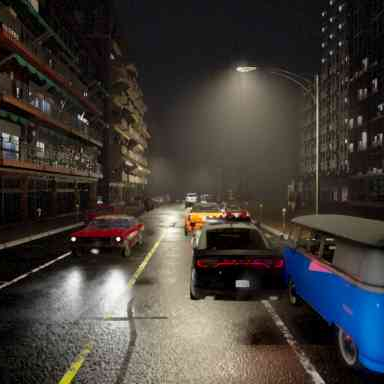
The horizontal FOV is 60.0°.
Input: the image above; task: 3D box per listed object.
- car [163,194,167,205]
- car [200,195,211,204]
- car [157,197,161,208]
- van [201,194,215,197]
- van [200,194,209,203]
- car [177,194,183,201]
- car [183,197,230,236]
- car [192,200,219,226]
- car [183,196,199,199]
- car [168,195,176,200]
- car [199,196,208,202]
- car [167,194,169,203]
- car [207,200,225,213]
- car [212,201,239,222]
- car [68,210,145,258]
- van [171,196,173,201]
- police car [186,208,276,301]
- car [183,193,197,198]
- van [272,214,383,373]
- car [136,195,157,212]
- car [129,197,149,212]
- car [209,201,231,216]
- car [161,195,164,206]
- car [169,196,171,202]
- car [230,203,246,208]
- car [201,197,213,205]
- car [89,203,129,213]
[{"bbox_3d":[-5.701,1.473,55.131,1.967,1.590,4.097,0,0,0],"label":"car"},{"bbox_3d":[2.678,1.488,66.185,1.967,1.590,4.097,0,0,0],"label":"car"},{"bbox_3d":[-5.699,1.571,44.079,2.008,1.369,4.403,0,0,0],"label":"car"},{"bbox_3d":[2.679,1.367,49.606,1.690,1.788,3.998,0,0,0],"label":"van"},{"bbox_3d":[2.677,1.398,71.713,1.690,1.788,3.998,0,0,0],"label":"van"},{"bbox_3d":[-3.006,1.440,89.498,2.097,1.767,4.553,0,0,0],"label":"car"},{"bbox_3d":[0.759,1.355,18.403,2.097,1.767,4.553,0,0,3],"label":"car"},{"bbox_3d":[0.884,1.463,24.583,1.801,1.575,5.366,0,0,0],"label":"car"},{"bbox_3d":[0.016,1.622,45.048,1.895,1.301,4.718,0,0,1],"label":"car"},{"bbox_3d":[-5.703,1.662,93.817,1.947,1.339,4.313,0,0,0],"label":"car"},{"bbox_3d":[2.678,1.591,77.408,1.752,1.417,4.829,0,0,0],"label":"car"},{"bbox_3d":[-5.700,1.605,60.658,1.947,1.339,4.313,0,0,0],"label":"car"},{"bbox_3d":[2.681,1.598,38.552,1.802,1.307,4.206,0,0,0],"label":"car"},{"bbox_3d":[2.682,1.534,27.669,1.752,1.417,4.829,0,0,0],"label":"car"},{"bbox_3d":[-3.103,1.602,12.879,1.895,1.301,4.718,0,0,0],"label":"car"},{"bbox_3d":[-5.703,1.398,71.712,1.690,1.788,3.998,0,0,0],"label":"van"},{"bbox_3d":[0.899,1.425,8.500,1.930,1.638,5.238,0,0,0],"label":"police car"},{"bbox_3d":[-0.004,1.258,57.888,2.150,2.045,5.566,0,0,0],"label":"car"},{"bbox_3d":[2.683,1.341,5.392,1.690,1.788,3.998,0,0,0],"label":"van"},{"bbox_3d":[-5.701,1.331,38.552,2.192,1.841,5.009,0,0,0],"label":"car"},{"bbox_3d":[-5.699,1.537,32.856,1.752,1.417,4.829,0,0,0],"label":"car"},{"bbox_3d":[2.682,1.594,33.026,1.802,1.307,4.206,0,0,0],"label":"car"},{"bbox_3d":[-5.699,1.577,49.606,2.008,1.369,4.403,0,0,0],"label":"car"},{"bbox_3d":[-5.701,1.592,66.185,1.887,1.381,4.507,0,0,0],"label":"car"},{"bbox_3d":[2.682,1.445,21.972,1.967,1.590,4.097,0,0,0],"label":"car"},{"bbox_3d":[2.680,1.605,60.659,1.947,1.339,4.313,0,0,0],"label":"car"},{"bbox_3d":[-5.698,1.550,21.972,1.887,1.381,4.507,0,0,0],"label":"car"}]
